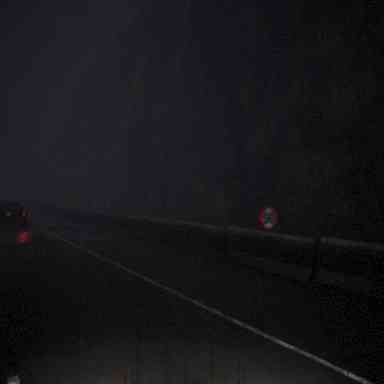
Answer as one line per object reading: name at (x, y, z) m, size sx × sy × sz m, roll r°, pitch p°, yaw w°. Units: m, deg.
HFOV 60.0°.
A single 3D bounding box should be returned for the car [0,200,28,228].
car at (-11.969, 1.310, 21.368) m, size 2.097 × 1.767 × 4.553 m, roll 1°, pitch 0°, yaw -34°
